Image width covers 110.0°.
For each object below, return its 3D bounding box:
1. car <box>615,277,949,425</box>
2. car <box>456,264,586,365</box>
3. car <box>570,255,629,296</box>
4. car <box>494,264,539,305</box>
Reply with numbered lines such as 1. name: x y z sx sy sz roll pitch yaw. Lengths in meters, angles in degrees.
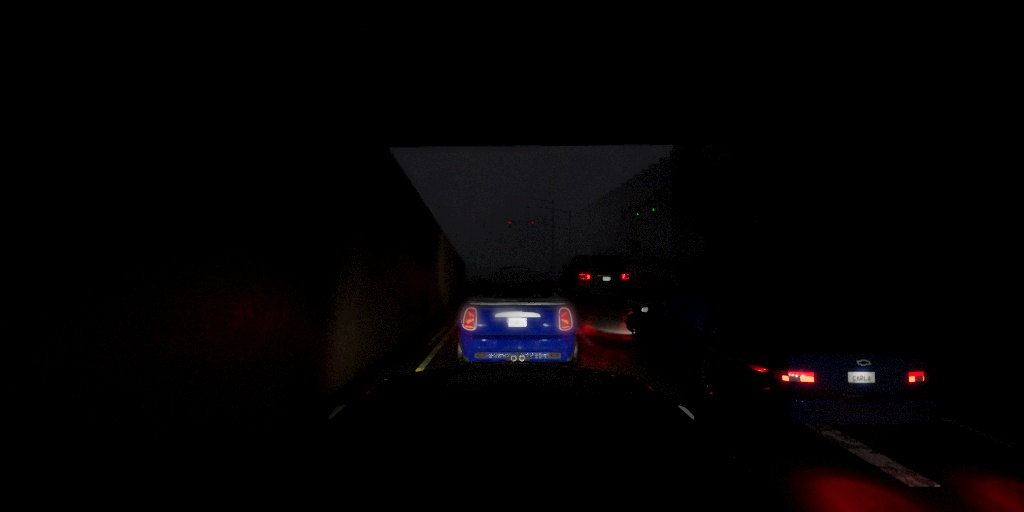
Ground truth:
1. car: 3.611 1.297 6.208 2.033 1.411 5.357 0 0 0
2. car: 0.107 1.102 7.979 2.097 1.767 4.553 0 0 0
3. car: 3.646 0.971 16.454 2.150 2.045 5.566 0 0 0
4. car: 0.133 1.228 17.262 1.882 1.535 5.008 0 0 -1
